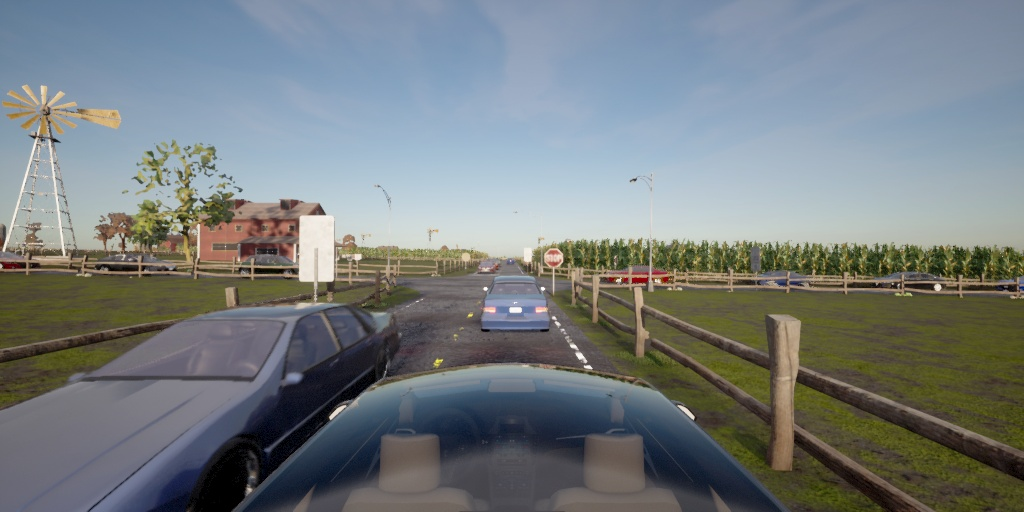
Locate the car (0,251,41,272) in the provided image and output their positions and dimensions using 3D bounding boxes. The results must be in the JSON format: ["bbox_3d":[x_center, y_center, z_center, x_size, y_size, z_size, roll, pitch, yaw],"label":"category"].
[{"bbox_3d":[-37.763,0.370,26.245,5.008,1.535,1.882,1,-1,0],"label":"car"}]

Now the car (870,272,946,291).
[{"bbox_3d":[31.759,2.046,28.814,4.892,1.490,1.837,1,-1,0],"label":"car"}]

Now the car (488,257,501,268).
[{"bbox_3d":[-3.001,1.148,63.393,2.097,1.767,4.553,0,0,0],"label":"car"}]

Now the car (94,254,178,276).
[{"bbox_3d":[-27.320,0.623,26.179,4.902,1.511,2.128,1,-1,0],"label":"car"}]

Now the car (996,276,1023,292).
[{"bbox_3d":[42.131,2.257,28.728,5.008,1.535,1.882,1,-1,1],"label":"car"}]

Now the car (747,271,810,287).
[{"bbox_3d":[21.403,1.867,28.878,4.181,1.385,1.994,1,-1,0],"label":"car"}]

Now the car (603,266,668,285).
[{"bbox_3d":[9.906,1.513,28.933,5.008,1.535,1.882,1,-1,0],"label":"car"}]

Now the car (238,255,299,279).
[{"bbox_3d":[-17.110,0.721,26.127,4.553,1.767,2.097,1,-1,0],"label":"car"}]

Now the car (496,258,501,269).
[{"bbox_3d":[-2.991,1.133,51.650,2.097,1.767,4.553,0,0,0],"label":"car"}]

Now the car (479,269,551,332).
[{"bbox_3d":[0.075,1.300,10.827,2.033,1.411,5.357,0,0,0],"label":"car"}]

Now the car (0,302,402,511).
[{"bbox_3d":[-2.856,1.298,4.161,2.033,1.411,5.357,0,0,0],"label":"car"}]

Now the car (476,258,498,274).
[{"bbox_3d":[-2.936,1.296,41.813,1.812,1.442,4.674,0,0,-1],"label":"car"}]
